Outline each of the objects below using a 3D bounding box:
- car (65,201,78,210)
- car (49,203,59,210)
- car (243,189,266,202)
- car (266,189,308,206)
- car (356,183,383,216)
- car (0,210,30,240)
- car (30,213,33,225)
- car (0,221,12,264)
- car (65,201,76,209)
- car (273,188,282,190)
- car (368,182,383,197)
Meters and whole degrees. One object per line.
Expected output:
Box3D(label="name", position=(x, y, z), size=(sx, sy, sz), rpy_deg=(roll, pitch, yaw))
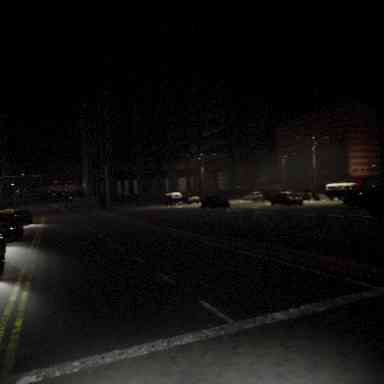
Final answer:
Box3D(label="car", position=(-25.009, 2.974, 69.757), size=(1.812, 1.442, 4.674), rpy_deg=(-3, 0, -23))
Box3D(label="car", position=(-32.164, 3.312, 77.567), size=(1.812, 1.442, 4.674), rpy_deg=(-3, 0, -23))
Box3D(label="car", position=(9.868, 0.806, 53.156), size=(1.970, 1.475, 3.806), rpy_deg=(-3, 0, -23))
Box3D(label="car", position=(10.484, 0.773, 37.002), size=(1.970, 1.475, 3.806), rpy_deg=(-3, 0, -23))
Box3D(label="car", position=(12.145, 0.436, 18.788), size=(1.932, 1.855, 4.605), rpy_deg=(-3, 0, -23))
Box3D(label="car", position=(-11.648, 2.170, 20.709), size=(2.128, 1.511, 4.902), rpy_deg=(-3, 0, -23))
Box3D(label="car", position=(-17.043, 2.517, 33.348), size=(1.812, 1.442, 4.674), rpy_deg=(-3, 0, -23))
Box3D(label="car", position=(-7.655, 2.009, 11.429), size=(1.994, 1.385, 4.181), rpy_deg=(-3, 0, -23))
Box3D(label="car", position=(-28.955, 3.027, 78.914), size=(2.097, 1.767, 4.553), rpy_deg=(-3, 0, -23))
Box3D(label="car", position=(12.525, 0.618, 54.291), size=(1.784, 1.438, 3.905), rpy_deg=(-3, 0, -23))
Box3D(label="car", position=(25.951, -0.377, 43.712), size=(1.932, 1.855, 4.605), rpy_deg=(-3, 0, -23))
